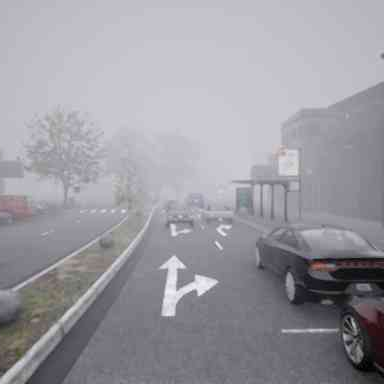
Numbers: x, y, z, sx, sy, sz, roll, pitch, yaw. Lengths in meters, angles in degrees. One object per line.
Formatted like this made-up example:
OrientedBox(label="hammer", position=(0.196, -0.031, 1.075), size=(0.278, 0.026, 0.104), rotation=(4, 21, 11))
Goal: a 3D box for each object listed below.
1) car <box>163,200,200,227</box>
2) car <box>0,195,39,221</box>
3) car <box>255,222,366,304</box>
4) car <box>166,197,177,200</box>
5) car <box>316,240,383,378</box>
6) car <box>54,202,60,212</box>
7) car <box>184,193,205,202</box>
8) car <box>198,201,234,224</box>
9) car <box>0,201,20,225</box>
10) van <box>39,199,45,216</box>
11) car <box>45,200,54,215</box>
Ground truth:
OrientedBox(label="car", position=(-0.892, 1.543, 22.683), size=(2.033, 1.411, 5.357), rotation=(0, 0, -5))
OrientedBox(label="car", position=(-14.963, 1.254, 24.899), size=(5.566, 2.045, 2.435), rotation=(0, 0, -6))
OrientedBox(label="car", position=(2.875, 1.482, 8.169), size=(2.097, 1.535, 5.008), rotation=(0, 0, -1))
OrientedBox(label="car", position=(-2.548, 1.433, 41.246), size=(1.837, 1.490, 4.892), rotation=(0, 0, -5))
OrientedBox(label="car", position=(3.007, 1.510, 2.678), size=(2.163, 1.488, 4.792), rotation=(0, 0, 0))
OrientedBox(label="car", position=(-15.781, 1.467, 33.116), size=(4.892, 1.521, 2.231), rotation=(0, 0, -6))
OrientedBox(label="car", position=(0.310, 1.141, 41.574), size=(2.150, 2.045, 5.566), rotation=(0, 0, -5))
OrientedBox(label="car", position=(1.785, 1.582, 24.873), size=(1.895, 1.301, 4.718), rotation=(0, 0, -5))
OrientedBox(label="car", position=(-14.637, 1.542, 22.192), size=(4.792, 1.488, 2.163), rotation=(0, 0, -5))
OrientedBox(label="van", position=(-15.106, 1.266, 27.644), size=(4.442, 1.987, 1.878), rotation=(0, 0, -6))
OrientedBox(label="car", position=(-15.536, 1.354, 30.372), size=(4.553, 1.767, 2.185), rotation=(0, 0, -6))
